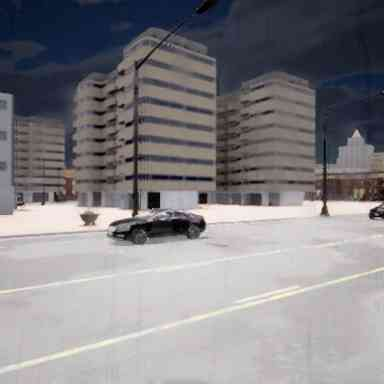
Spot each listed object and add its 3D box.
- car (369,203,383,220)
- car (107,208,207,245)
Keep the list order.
[{"bbox_3d":[17.477,1.648,29.229,5.008,1.535,1.882,1,0,-35],"label":"car"},{"bbox_3d":[-1.531,1.532,15.792,4.902,1.511,2.128,0,0,-35],"label":"car"}]
